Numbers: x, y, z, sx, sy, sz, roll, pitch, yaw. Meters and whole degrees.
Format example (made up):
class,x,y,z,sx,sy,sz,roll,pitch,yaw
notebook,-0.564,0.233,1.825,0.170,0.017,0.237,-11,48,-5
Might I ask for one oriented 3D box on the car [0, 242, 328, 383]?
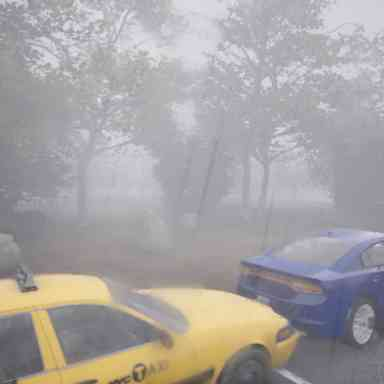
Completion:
class,x,y,z,sx,sy,sz,roll,pitch,yaw
car,-1.251,1.474,3.156,5.366,1.575,1.946,0,0,-33

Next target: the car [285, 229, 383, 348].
class,x,y,z,sx,sy,sz,roll,pitch,yaw
car,3.123,1.455,6.287,5.008,1.535,2.097,0,0,-33
